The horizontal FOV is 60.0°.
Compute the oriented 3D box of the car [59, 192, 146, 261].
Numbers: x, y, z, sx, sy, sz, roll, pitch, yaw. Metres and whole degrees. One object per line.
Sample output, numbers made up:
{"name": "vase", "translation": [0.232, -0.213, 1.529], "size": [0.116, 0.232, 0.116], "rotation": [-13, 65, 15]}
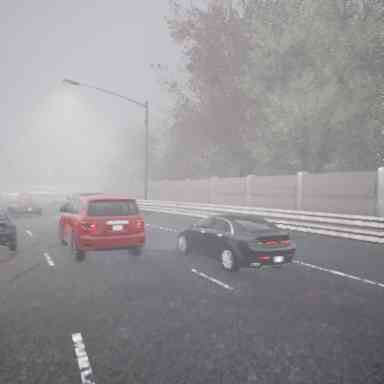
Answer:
{"name": "car", "translation": [-3.481, 1.137, 12.279], "size": [2.150, 2.045, 5.566], "rotation": [0, 0, -28]}

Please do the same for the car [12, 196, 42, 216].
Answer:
{"name": "car", "translation": [-14.164, 1.319, 28.127], "size": [1.994, 1.385, 4.181], "rotation": [0, 0, -38]}

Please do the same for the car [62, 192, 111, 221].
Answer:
{"name": "car", "translation": [-8.624, 1.029, 26.796], "size": [2.150, 2.045, 5.566], "rotation": [0, 0, -35]}

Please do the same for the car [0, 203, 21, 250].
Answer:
{"name": "car", "translation": [-7.971, 1.379, 13.033], "size": [1.837, 1.490, 4.892], "rotation": [1, 0, -30]}

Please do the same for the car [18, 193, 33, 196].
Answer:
{"name": "car", "translation": [-25.587, 0.908, 51.234], "size": [2.097, 1.767, 4.553], "rotation": [0, 0, -27]}

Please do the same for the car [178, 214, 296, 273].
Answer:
{"name": "car", "translation": [1.155, 1.466, 10.759], "size": [1.837, 1.490, 4.892], "rotation": [1, 0, -27]}
